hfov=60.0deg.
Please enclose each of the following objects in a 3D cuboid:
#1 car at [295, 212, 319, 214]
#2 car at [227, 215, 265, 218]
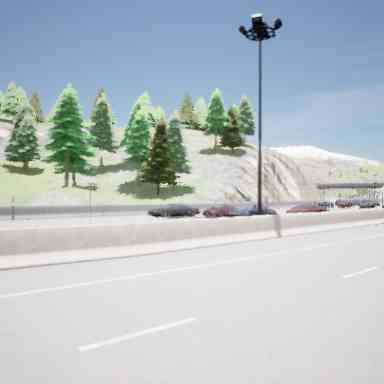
[{"bbox_3d":[10.520,1.834,30.642,5.008,1.535,1.882,0,0,-40],"label":"car"},{"bbox_3d":[5.360,1.869,29.790,5.357,1.411,2.033,1,-1,-36],"label":"car"}]
